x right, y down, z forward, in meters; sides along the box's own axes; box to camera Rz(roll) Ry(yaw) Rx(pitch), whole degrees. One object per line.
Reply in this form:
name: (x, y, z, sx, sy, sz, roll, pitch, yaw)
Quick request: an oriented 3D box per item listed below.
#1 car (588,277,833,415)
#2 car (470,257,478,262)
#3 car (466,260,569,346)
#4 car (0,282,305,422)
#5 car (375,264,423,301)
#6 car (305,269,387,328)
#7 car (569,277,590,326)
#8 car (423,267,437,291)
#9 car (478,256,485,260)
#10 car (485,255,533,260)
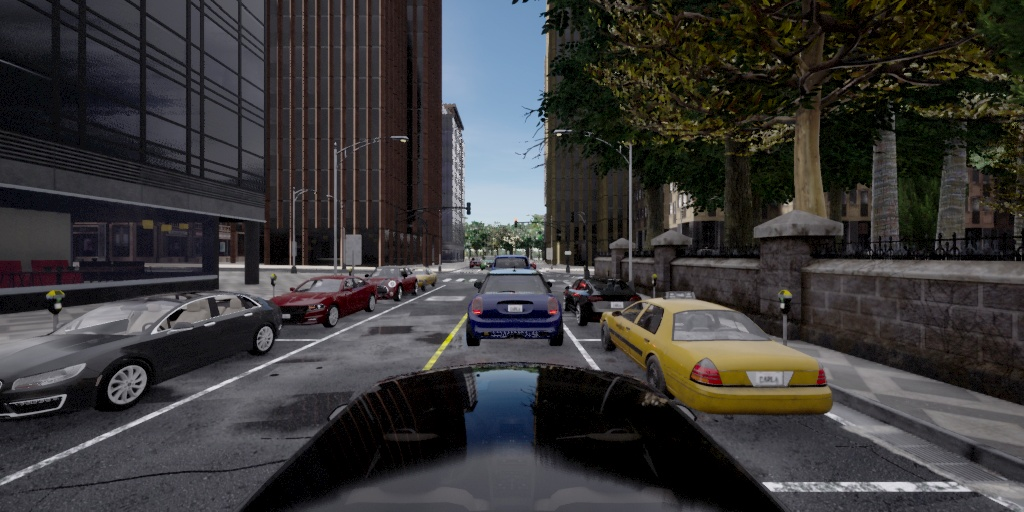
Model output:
car: (2.752, 1.275, 6.151, 1.751, 1.417, 4.829, 0, 0, 0)
car: (-5.894, 1.079, 59.738, 2.192, 1.841, 5.009, 0, 0, 0)
car: (0.036, 1.102, 9.539, 2.097, 1.767, 4.553, 0, 0, -1)
car: (-5.772, 1.300, 5.959, 2.007, 1.370, 4.403, 0, 0, 0)
car: (-5.797, 1.190, 16.873, 1.967, 1.591, 4.097, 0, 0, 0)
car: (-5.785, 1.295, 11.416, 1.888, 1.381, 4.507, 0, 0, 0)
car: (2.740, 1.316, 11.437, 1.948, 1.339, 4.313, 0, 0, 0)
car: (-5.809, 1.277, 22.160, 1.751, 1.417, 4.829, 0, 0, 0)
car: (-3.214, 0.982, 51.214, 2.150, 2.045, 5.566, 0, 0, -1)
car: (-0.034, 0.973, 18.973, 2.150, 2.045, 5.566, 0, 0, 0)
